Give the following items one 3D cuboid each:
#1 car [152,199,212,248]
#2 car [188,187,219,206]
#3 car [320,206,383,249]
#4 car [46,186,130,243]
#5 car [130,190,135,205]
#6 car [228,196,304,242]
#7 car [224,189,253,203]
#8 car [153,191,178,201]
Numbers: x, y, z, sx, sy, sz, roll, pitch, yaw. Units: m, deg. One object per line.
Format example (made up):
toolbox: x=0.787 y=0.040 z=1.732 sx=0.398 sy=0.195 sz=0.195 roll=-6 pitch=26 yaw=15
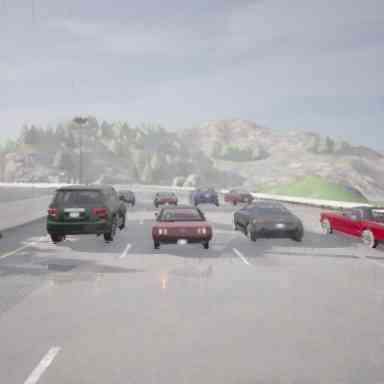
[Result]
car: x=-0.455 y=1.164 z=12.420 sx=1.895 sy=1.301 sz=4.718 roll=0 pitch=2 yaw=-4
car: x=0.969 y=0.302 z=30.012 sx=2.097 sy=1.767 sz=4.553 roll=0 pitch=2 yaw=-9
car: x=6.567 y=1.162 z=12.303 sx=1.895 sy=1.301 sz=4.718 roll=0 pitch=2 yaw=-4
car: x=-4.046 y=0.747 z=13.555 sx=2.150 sy=2.045 sz=5.566 roll=0 pitch=2 yaw=-4
car: x=-6.385 y=0.467 z=31.519 sx=1.994 sy=1.385 sz=4.181 roll=0 pitch=2 yaw=-10
car: x=2.940 y=1.082 z=13.623 sx=1.994 sy=1.385 sz=4.181 roll=0 pitch=2 yaw=-4
car: x=4.333 y=0.436 z=31.060 sx=1.812 sy=1.442 sz=4.674 roll=0 pitch=2 yaw=-9
car: x=-2.398 y=0.585 z=29.093 sx=1.895 sy=1.301 sz=4.718 roll=0 pitch=2 yaw=-9
